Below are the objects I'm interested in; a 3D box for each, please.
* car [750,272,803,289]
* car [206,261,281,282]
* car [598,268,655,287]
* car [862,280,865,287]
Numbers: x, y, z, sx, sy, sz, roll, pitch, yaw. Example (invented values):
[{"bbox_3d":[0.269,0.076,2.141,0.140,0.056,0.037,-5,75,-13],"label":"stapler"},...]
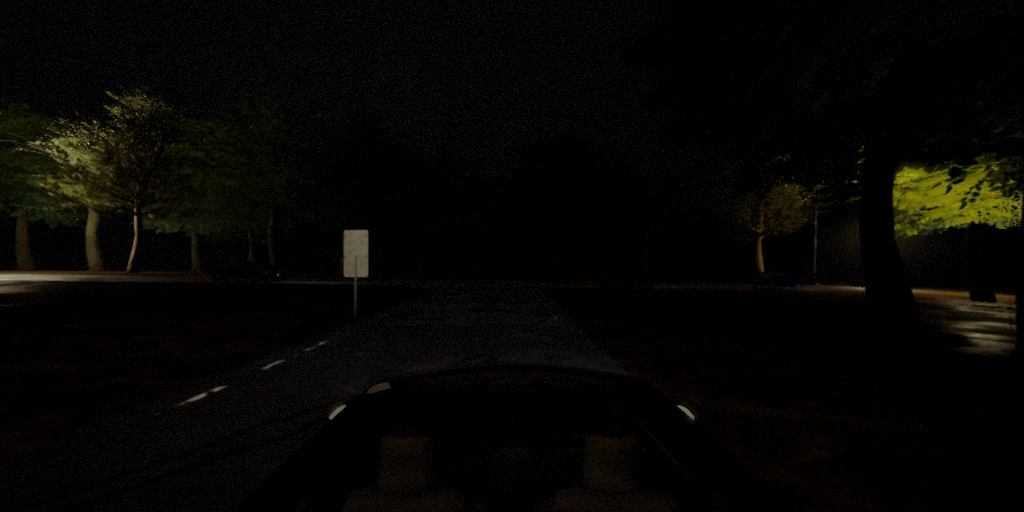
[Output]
[{"bbox_3d":[25.985,2.344,35.209,5.008,1.535,1.882,2,-1,-12],"label":"car"},{"bbox_3d":[-20.746,1.158,27.858,4.902,1.511,2.128,2,0,-5],"label":"car"},{"bbox_3d":[10.235,1.886,32.032,5.008,1.535,1.882,2,0,-10],"label":"car"},{"bbox_3d":[44.463,3.087,43.012,5.008,1.535,1.882,2,-1,-16],"label":"car"}]
